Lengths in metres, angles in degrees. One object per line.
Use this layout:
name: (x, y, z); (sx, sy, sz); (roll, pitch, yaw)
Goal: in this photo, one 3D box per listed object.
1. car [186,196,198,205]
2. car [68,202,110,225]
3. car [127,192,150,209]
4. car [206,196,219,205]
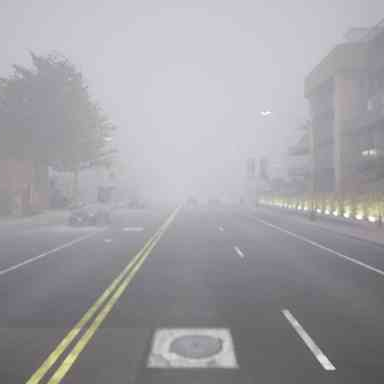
car: (-0.006, 1.363, 55.268); (1.882, 1.535, 5.008); (0, 0, 0)
car: (-7.136, 1.477, 23.601); (1.812, 1.442, 4.674); (0, 0, 1)
car: (-7.081, 1.262, 43.084); (2.097, 1.767, 4.553); (0, 0, 0)
car: (3.494, 1.377, 55.272); (2.128, 1.511, 4.902); (0, 0, 0)
